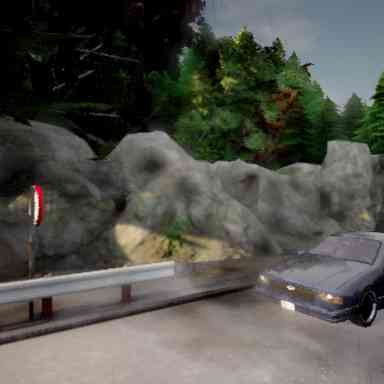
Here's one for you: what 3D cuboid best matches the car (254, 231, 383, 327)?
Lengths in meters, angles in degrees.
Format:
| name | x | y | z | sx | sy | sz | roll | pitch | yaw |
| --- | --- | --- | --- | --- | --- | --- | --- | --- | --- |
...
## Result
| name | x | y | z | sx | sy | sz | roll | pitch | yaw |
| --- | --- | --- | --- | --- | --- | --- | --- | --- | --- |
| car | 3.843 | 1.612 | 7.333 | 5.357 | 1.411 | 2.033 | 1 | 0 | -35 |
